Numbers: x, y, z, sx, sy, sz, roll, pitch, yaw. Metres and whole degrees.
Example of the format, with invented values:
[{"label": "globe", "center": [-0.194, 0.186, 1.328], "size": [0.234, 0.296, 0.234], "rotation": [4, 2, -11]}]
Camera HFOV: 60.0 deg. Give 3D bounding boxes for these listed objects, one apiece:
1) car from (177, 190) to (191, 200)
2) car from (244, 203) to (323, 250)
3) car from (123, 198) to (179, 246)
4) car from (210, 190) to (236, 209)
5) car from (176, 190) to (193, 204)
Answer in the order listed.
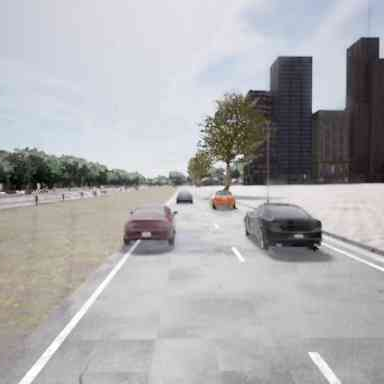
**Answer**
[{"label": "car", "center": [-1.153, 0.386, 49.685], "size": [2.033, 1.411, 5.357], "rotation": [0, 1, -1]}, {"label": "car", "center": [3.269, 1.165, 12.797], "size": [1.882, 1.535, 5.008], "rotation": [0, 1, -1]}, {"label": "car", "center": [-1.575, 1.201, 13.435], "size": [1.812, 1.442, 4.674], "rotation": [0, 1, -1]}, {"label": "car", "center": [2.849, 0.610, 31.600], "size": [2.097, 1.767, 4.553], "rotation": [0, 1, -1]}, {"label": "car", "center": [-0.863, 0.641, 39.710], "size": [1.994, 1.385, 4.181], "rotation": [0, 1, -1]}]
